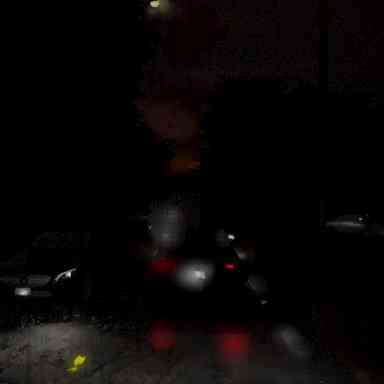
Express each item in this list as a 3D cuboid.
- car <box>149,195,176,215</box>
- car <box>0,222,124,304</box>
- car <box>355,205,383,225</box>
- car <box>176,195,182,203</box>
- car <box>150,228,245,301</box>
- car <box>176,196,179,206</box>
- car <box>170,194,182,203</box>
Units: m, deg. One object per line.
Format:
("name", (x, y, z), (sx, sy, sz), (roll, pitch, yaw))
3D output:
("car", (-3.128, 1.377, 34.361), (2.097, 1.767, 4.553), (1, 0, 0))
("car", (-2.989, 1.544, 8.356), (1.812, 1.442, 4.674), (0, 0, 2))
("car", (13.964, 1.394, 22.224), (5.357, 1.411, 2.033), (-1, 1, 1))
("car", (-3.168, 1.496, 54.607), (2.128, 1.511, 4.902), (0, 0, 0))
("car", (0.160, 1.583, 8.428), (1.994, 1.385, 4.181), (0, 0, 2))
("car", (-3.159, 1.628, 44.289), (1.895, 1.301, 4.718), (0, 0, 0))
("car", (-3.123, 1.311, 66.952), (2.097, 1.767, 4.553), (0, 0, 0))
